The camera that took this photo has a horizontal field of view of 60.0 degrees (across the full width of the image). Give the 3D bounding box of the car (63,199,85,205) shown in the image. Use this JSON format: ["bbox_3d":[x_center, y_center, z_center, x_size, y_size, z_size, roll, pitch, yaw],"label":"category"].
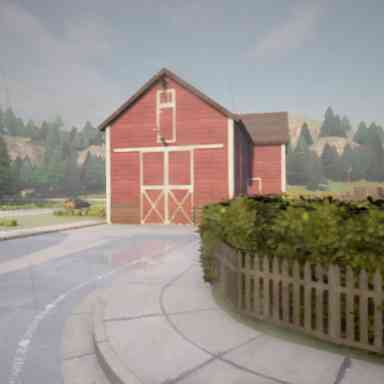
[{"bbox_3d":[-15.482,1.643,44.601,1.816,1.474,4.193,-6,-1,13],"label":"car"}]
